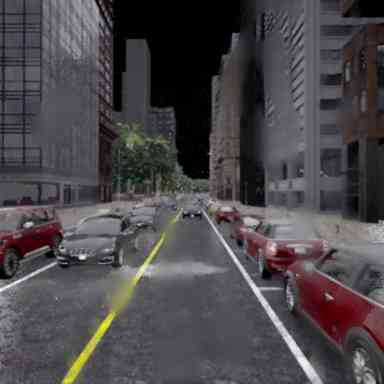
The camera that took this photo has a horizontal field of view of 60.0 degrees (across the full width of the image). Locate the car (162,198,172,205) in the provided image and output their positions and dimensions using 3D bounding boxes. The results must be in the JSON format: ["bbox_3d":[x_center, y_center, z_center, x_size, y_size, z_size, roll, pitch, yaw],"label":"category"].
[{"bbox_3d":[-5.674,2.105,75.599,1.967,1.590,4.097,0,-1,0],"label":"car"}]

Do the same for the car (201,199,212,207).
[{"bbox_3d":[2.838,2.123,64.721,2.008,1.369,4.403,0,-1,0],"label":"car"}]

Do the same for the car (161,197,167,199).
[{"bbox_3d":[-5.702,1.778,53.896,2.192,1.841,5.009,0,-1,0],"label":"car"}]

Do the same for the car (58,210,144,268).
[{"bbox_3d":[-3.069,1.601,11.731,1.837,1.490,4.892,0,0,0],"label":"car"}]

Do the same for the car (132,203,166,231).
[{"bbox_3d":[-3.049,1.688,22.063,1.837,1.490,4.892,0,0,1],"label":"car"}]

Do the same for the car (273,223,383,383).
[{"bbox_3d":[2.763,1.486,5.049,1.967,1.590,4.097,0,0,0],"label":"car"}]

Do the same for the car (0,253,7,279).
[{"bbox_3d":[-3.095,1.487,1.359,1.882,1.535,5.008,0,-1,-1],"label":"car"}]

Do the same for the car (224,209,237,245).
[{"bbox_3d":[2.777,1.719,15.898,1.802,1.307,4.206,0,0,0],"label":"car"}]

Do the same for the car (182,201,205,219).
[{"bbox_3d":[0.040,1.875,32.154,1.895,1.301,4.718,0,0,0],"label":"car"}]

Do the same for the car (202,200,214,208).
[{"bbox_3d":[2.830,2.066,59.297,1.887,1.381,4.507,0,-1,0],"label":"car"}]

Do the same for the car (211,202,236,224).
[{"bbox_3d":[2.790,1.774,26.748,1.887,1.381,4.507,0,0,0],"label":"car"}]

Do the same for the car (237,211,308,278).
[{"bbox_3d":[2.769,1.531,10.474,1.967,1.590,4.097,0,0,0],"label":"car"}]

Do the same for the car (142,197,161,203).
[{"bbox_3d":[-5.715,1.680,43.045,2.192,1.841,5.009,0,-1,0],"label":"car"}]

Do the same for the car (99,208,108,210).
[{"bbox_3d":[-5.742,1.699,21.170,1.752,1.417,4.829,0,0,0],"label":"car"}]

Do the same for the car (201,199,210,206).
[{"bbox_3d":[2.845,2.150,70.316,1.752,1.417,4.829,0,-1,0],"label":"car"}]

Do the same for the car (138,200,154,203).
[{"bbox_3d":[-5.722,1.898,37.617,1.802,1.307,4.206,0,-1,0],"label":"car"}]

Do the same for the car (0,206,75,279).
[{"bbox_3d":[-5.756,1.398,10.490,2.192,1.841,5.009,0,0,0],"label":"car"}]

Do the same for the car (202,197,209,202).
[{"bbox_3d":[2.817,1.862,48.448,1.967,1.590,4.097,0,-1,0],"label":"car"}]

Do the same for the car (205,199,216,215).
[{"bbox_3d":[2.804,1.851,37.767,1.752,1.417,4.829,0,-1,0],"label":"car"}]

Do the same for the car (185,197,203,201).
[{"bbox_3d":[0.088,1.884,45.457,2.128,1.511,4.902,0,0,1],"label":"car"}]

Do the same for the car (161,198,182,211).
[{"bbox_3d":[-2.944,2.008,47.210,2.033,1.411,5.357,0,-1,0],"label":"car"}]

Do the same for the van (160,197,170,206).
[{"bbox_3d":[-5.681,1.956,70.174,1.690,1.788,3.998,0,-1,0],"label":"van"}]

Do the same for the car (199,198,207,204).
[{"bbox_3d":[2.865,2.337,86.421,1.947,1.339,4.313,0,-1,0],"label":"car"}]
